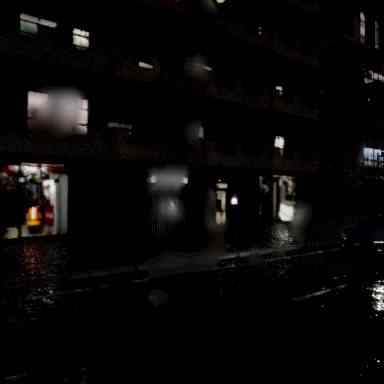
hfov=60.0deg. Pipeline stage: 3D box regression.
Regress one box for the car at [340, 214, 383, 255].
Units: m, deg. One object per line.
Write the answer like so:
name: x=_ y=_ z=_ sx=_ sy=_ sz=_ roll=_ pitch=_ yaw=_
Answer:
car: x=7.950 y=1.639 z=13.348 sx=5.008 sy=1.535 sz=1.882 roll=1 pitch=0 yaw=-35
